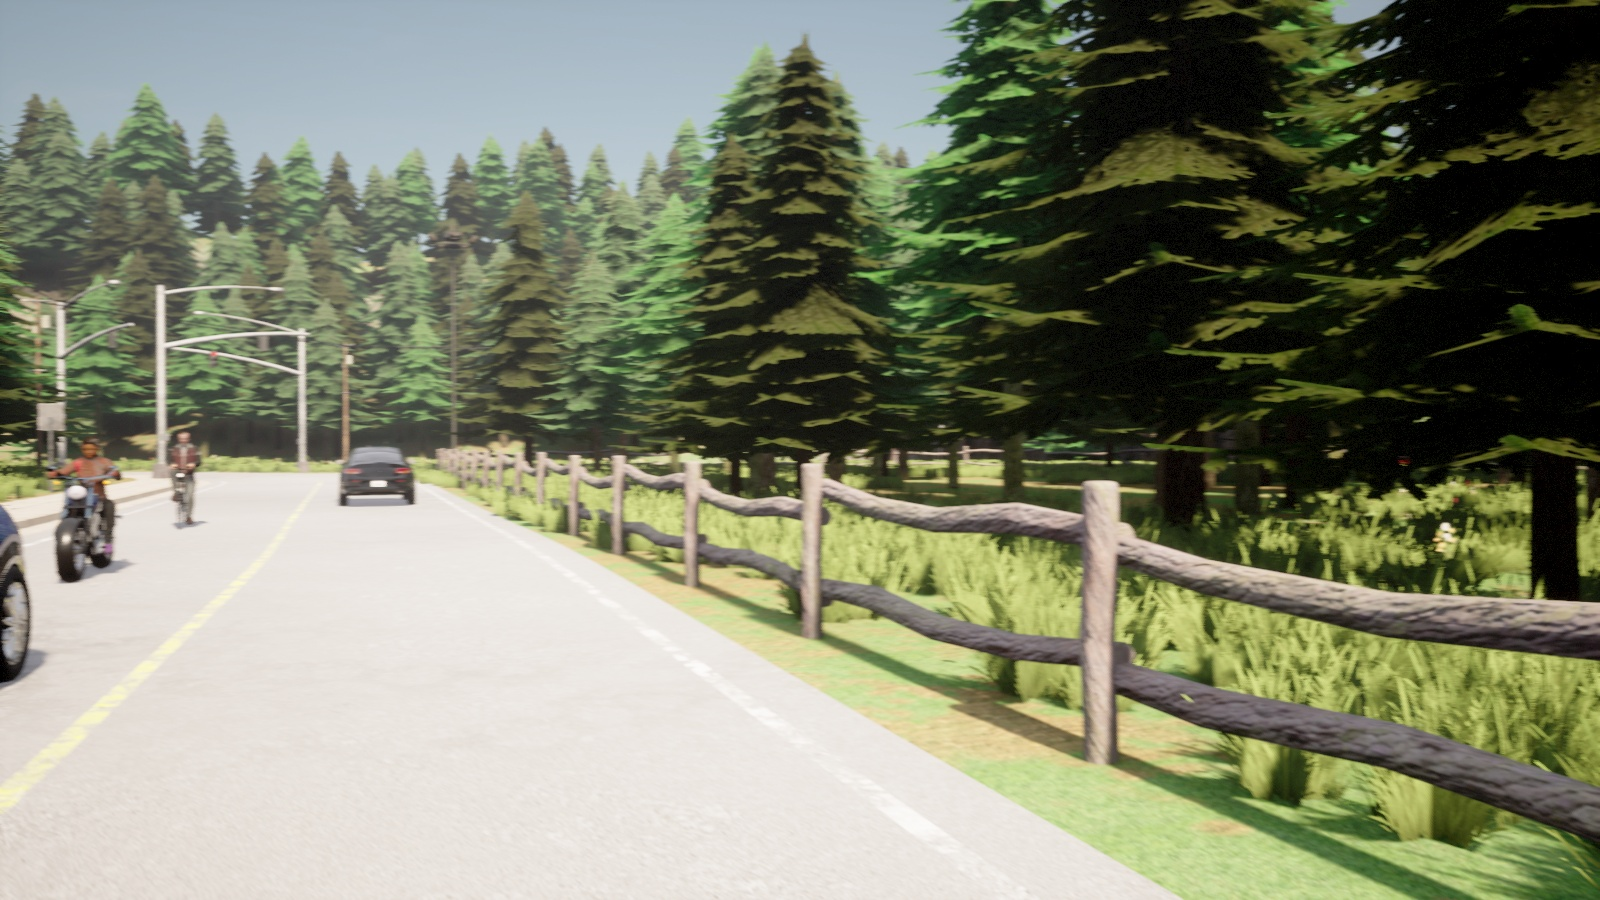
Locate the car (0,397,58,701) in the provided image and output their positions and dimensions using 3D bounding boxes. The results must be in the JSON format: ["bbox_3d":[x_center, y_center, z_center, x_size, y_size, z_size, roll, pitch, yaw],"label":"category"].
[{"bbox_3d":[-5.356,0.584,6.003,2.097,1.767,4.553,0,0,-17],"label":"car"}]

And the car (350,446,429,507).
[{"bbox_3d":[-10.687,0.626,32.584,1.812,1.442,4.674,0,0,-19],"label":"car"}]

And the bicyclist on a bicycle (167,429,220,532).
[{"bbox_3d":[-10.904,0.526,22.617,0.659,1.776,1.843,0,0,-20],"label":"bicyclist on a bicycle"}]

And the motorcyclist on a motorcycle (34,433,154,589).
[{"bbox_3d":[-8.112,0.636,14.530,0.766,1.649,2.350,0,1,-18],"label":"motorcyclist on a motorcycle"}]
